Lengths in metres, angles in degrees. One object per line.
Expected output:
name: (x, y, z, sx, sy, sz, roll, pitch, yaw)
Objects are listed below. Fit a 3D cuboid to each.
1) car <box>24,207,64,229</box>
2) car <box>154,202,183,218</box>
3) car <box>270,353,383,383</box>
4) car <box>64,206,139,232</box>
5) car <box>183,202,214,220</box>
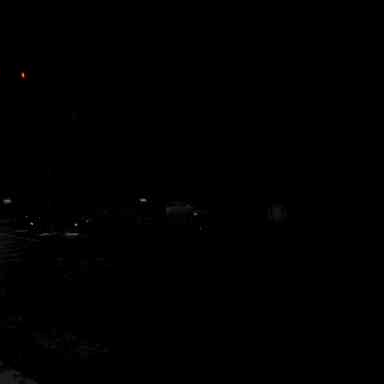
car: (-8.576, 1.653, 22.254, 1.895, 1.301, 4.718, 1, 0, 35)
car: (-1.656, 1.681, 32.032, 1.812, 1.442, 4.674, 1, 0, 35)
car: (2.374, 1.545, 1.267, 4.507, 1.381, 1.887, 0, 1, 35)
car: (-5.362, 1.633, 21.163, 1.812, 1.442, 4.674, 1, 0, 35)
car: (1.714, 1.703, 31.164, 2.128, 1.511, 4.902, 1, 0, 35)
